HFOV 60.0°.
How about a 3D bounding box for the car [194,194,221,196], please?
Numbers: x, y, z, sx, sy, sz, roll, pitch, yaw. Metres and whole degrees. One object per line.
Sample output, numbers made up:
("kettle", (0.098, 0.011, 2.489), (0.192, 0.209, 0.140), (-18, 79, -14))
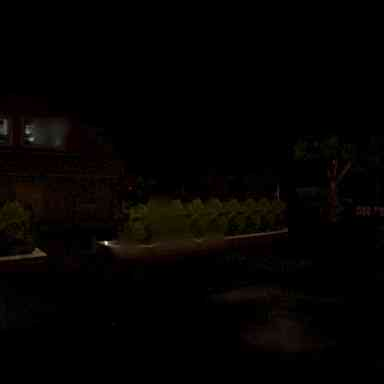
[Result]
("car", (1.831, 1.221, 30.197), (2.150, 2.045, 5.566), (0, 0, -35))

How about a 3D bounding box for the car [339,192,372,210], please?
("car", (17.452, 0.985, 36.235), (3.866, 1.878, 1.905), (0, 0, 0))
